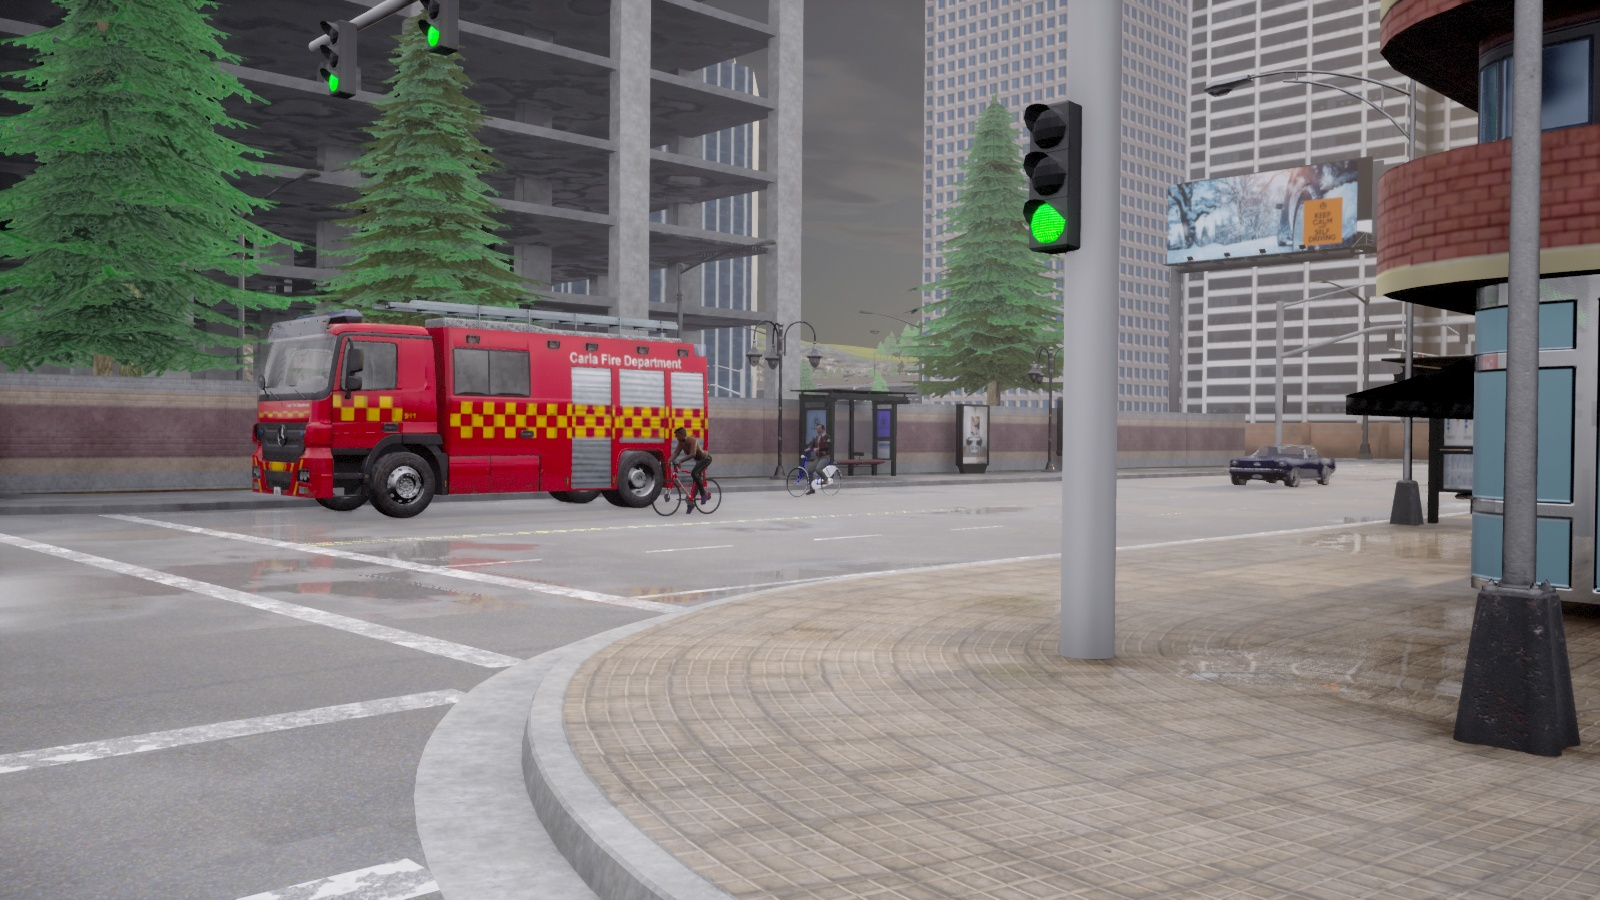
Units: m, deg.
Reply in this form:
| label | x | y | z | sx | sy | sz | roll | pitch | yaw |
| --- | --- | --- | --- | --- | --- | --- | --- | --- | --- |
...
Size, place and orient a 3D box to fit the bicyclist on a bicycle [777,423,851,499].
| label | x | y | z | sx | sy | sz | roll | pitch | yaw |
| --- | --- | --- | --- | --- | --- | --- | --- | --- | --- |
| bicyclist on a bicycle | 0.346 | 0.242 | 30.206 | 1.843 | 1.776 | 0.659 | -1 | 1 | -44 |

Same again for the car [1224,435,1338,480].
| label | x | y | z | sx | sy | sz | roll | pitch | yaw |
| --- | --- | --- | --- | --- | --- | --- | --- | --- | --- |
| car | 15.250 | 0.207 | 39.692 | 1.895 | 1.301 | 4.718 | 0 | 1 | 40 |

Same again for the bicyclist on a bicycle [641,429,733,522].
| label | x | y | z | sx | sy | sz | roll | pitch | yaw |
| --- | --- | --- | --- | --- | --- | --- | --- | --- | --- |
| bicyclist on a bicycle | -2.060 | 0.443 | 23.091 | 1.656 | 1.620 | 0.582 | -2 | 1 | -44 |

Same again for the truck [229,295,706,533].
| label | x | y | z | sx | sy | sz | roll | pitch | yaw |
| --- | --- | --- | --- | --- | --- | --- | --- | --- | --- |
| truck | -6.031 | -0.653 | 24.140 | 8.468 | 3.827 | 2.891 | -1 | 1 | -44 |
